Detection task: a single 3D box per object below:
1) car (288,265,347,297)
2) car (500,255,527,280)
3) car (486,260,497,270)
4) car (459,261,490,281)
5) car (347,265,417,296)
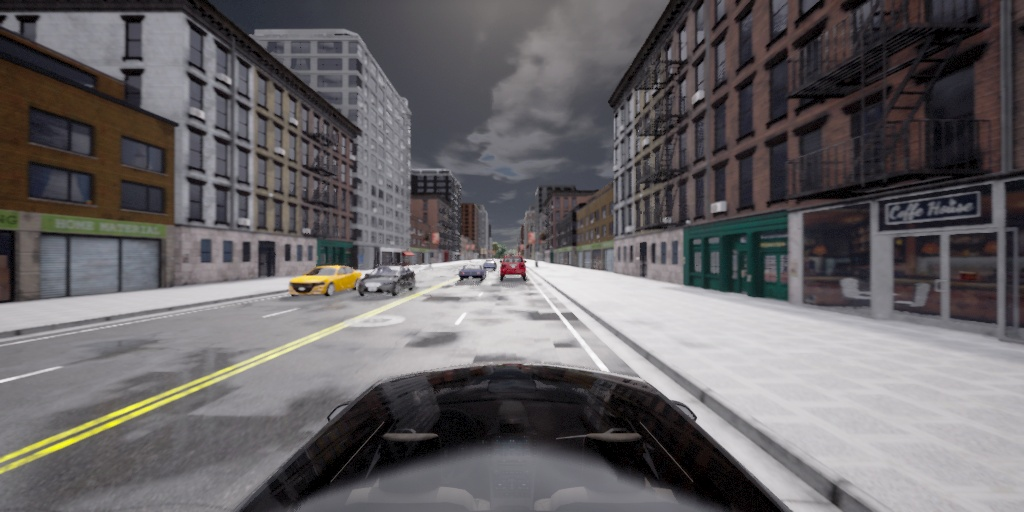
[{"bbox_3d":[-9.748,1.254,19.141,1.882,1.535,5.008,0,0,0],"label":"car"},{"bbox_3d":[0.103,0.969,31.377,2.150,2.045,5.566,0,0,0],"label":"car"},{"bbox_3d":[-3.143,1.301,51.433,2.033,1.411,5.357,0,0,0],"label":"car"},{"bbox_3d":[-3.148,1.350,29.638,1.895,1.301,4.718,0,0,0],"label":"car"},{"bbox_3d":[-6.498,1.271,19.140,2.128,1.511,4.902,0,0,0],"label":"car"}]
